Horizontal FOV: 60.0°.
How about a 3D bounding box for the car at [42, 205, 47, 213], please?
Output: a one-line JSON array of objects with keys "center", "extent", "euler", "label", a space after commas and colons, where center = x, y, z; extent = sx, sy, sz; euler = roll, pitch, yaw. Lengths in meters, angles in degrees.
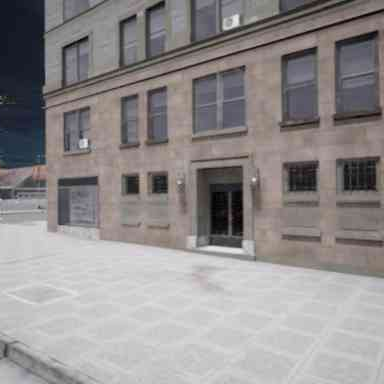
[{"center": [-15.420, 1.701, 39.459], "extent": [1.812, 1.442, 4.674], "euler": [-1, -1, 36], "label": "car"}]
